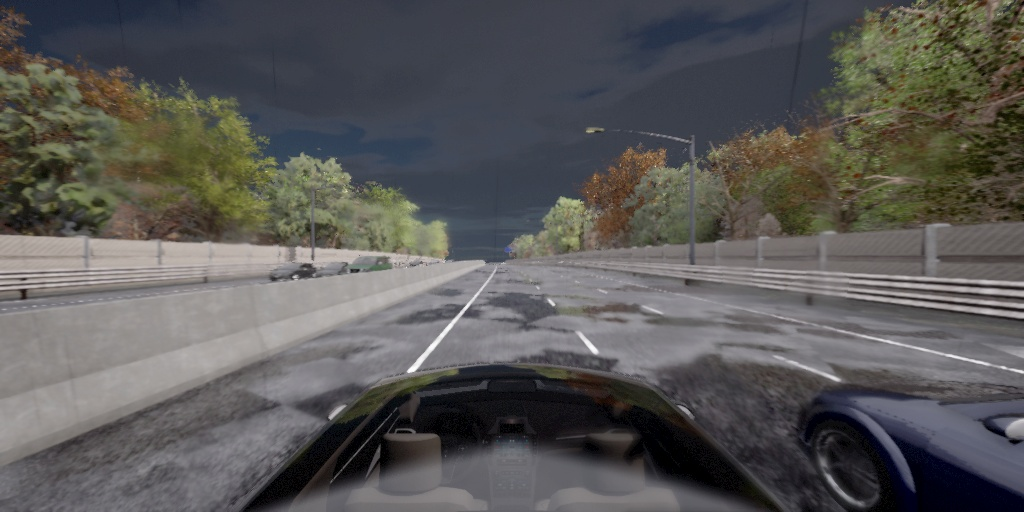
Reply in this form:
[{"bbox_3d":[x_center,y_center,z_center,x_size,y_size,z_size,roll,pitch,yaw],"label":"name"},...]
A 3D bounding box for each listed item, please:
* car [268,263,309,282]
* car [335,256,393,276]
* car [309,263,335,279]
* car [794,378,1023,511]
[{"bbox_3d":[-17.800,1.302,29.499,1.837,1.490,4.892,0,0,-1],"label":"car"},{"bbox_3d":[-10.765,1.009,27.126,2.150,2.045,5.566,0,0,-1],"label":"car"},{"bbox_3d":[-14.300,1.298,29.586,1.837,1.490,4.892,0,0,-1],"label":"car"},{"bbox_3d":[3.592,1.309,1.560,1.994,1.385,4.181,0,0,0],"label":"car"}]
